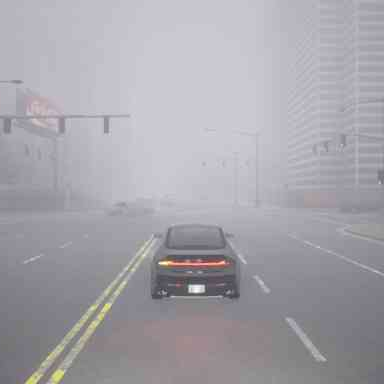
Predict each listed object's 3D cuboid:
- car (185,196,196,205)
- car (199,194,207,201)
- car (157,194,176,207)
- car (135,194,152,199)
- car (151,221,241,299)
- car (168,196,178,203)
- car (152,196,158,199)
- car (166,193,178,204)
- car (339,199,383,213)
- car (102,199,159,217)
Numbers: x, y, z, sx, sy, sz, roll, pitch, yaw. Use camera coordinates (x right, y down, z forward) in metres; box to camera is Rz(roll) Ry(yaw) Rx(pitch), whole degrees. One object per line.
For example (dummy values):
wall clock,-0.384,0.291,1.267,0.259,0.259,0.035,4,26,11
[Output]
car,-0.298,1.525,60.707,1.812,1.442,4.674,0,0,0
car,2.897,1.354,88.700,2.097,1.767,4.553,0,0,0
car,-3.927,1.525,51.699,1.812,1.442,4.674,0,0,0
car,-7.424,1.491,47.721,2.128,1.511,4.902,0,0,0
car,0.054,1.505,8.443,1.837,1.490,4.892,0,0,-1
car,-3.983,1.594,71.324,1.895,1.301,4.718,0,0,0
car,-7.466,1.600,56.985,1.895,1.301,4.718,0,0,0
car,-3.977,1.221,61.278,2.150,2.045,5.566,0,0,0
car,18.438,1.477,35.660,5.008,1.535,1.882,0,0,-1
car,-5.925,1.600,31.533,4.718,1.301,1.895,0,0,-33
